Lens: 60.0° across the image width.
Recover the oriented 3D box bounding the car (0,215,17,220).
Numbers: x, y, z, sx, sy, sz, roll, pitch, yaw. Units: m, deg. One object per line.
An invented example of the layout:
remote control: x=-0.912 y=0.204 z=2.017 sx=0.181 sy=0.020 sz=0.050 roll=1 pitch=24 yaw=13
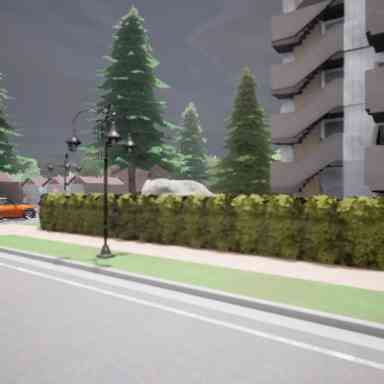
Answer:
car: x=-7.131 y=1.446 z=9.147 sx=4.902 sy=1.511 sz=2.128 roll=0 pitch=0 yaw=37

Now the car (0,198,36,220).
car: x=-13.702 y=1.211 z=24.087 sx=2.097 sy=1.767 sz=4.553 roll=0 pitch=0 yaw=30
